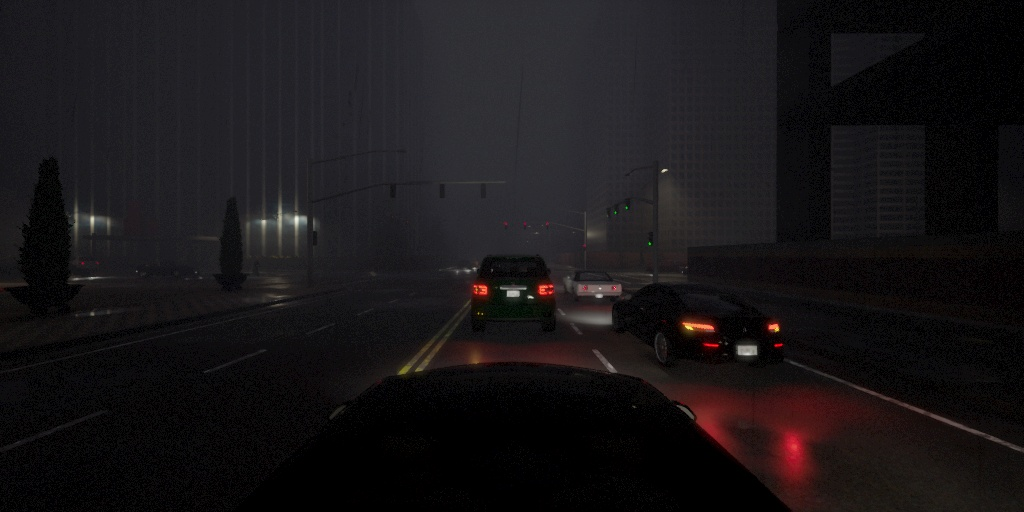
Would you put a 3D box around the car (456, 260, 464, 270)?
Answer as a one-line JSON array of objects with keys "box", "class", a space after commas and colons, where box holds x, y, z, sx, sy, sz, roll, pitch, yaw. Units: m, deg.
[{"box": [-7.059, 1.275, 53.730, 1.812, 1.442, 4.674, 0, 0, 0], "class": "car"}]

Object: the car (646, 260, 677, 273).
[{"box": [17.808, 1.227, 40.681, 5.008, 1.535, 1.882, 0, 0, 0], "class": "car"}]

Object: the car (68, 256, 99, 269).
[{"box": [-49.786, 0.971, 40.115, 5.566, 2.045, 2.150, 0, 0, 0], "class": "car"}]

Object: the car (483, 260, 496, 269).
[{"box": [-3.549, 1.351, 57.510, 1.895, 1.301, 4.718, 0, 0, 0], "class": "car"}]

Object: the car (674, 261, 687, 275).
[{"box": [19.877, 1.351, 37.168, 4.718, 1.301, 1.895, 0, 0, 1], "class": "car"}]

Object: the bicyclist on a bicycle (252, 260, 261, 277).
[{"box": [-24.645, 1.203, 34.554, 0.582, 1.620, 1.656, 0, 0, -13], "class": "bicyclist on a bicycle"}]

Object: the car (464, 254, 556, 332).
[{"box": [0.057, 0.971, 11.013, 2.150, 2.045, 5.566, 0, 0, 1], "class": "car"}]

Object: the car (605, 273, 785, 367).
[{"box": [3.589, 1.276, 7.770, 1.812, 1.442, 4.674, 0, 0, 0], "class": "car"}]

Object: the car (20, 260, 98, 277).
[{"box": [-41.554, 1.314, 32.987, 4.181, 1.385, 1.994, 0, 0, 0], "class": "car"}]

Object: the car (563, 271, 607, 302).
[{"box": [3.593, 1.351, 16.932, 1.895, 1.301, 4.718, 0, 0, 0], "class": "car"}]

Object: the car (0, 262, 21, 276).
[{"box": [-50.679, 1.314, 36.566, 4.181, 1.385, 1.994, 0, 0, 3], "class": "car"}]

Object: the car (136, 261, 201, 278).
[{"box": [-31.586, 1.241, 33.034, 4.902, 1.511, 2.128, 0, 0, 0], "class": "car"}]
